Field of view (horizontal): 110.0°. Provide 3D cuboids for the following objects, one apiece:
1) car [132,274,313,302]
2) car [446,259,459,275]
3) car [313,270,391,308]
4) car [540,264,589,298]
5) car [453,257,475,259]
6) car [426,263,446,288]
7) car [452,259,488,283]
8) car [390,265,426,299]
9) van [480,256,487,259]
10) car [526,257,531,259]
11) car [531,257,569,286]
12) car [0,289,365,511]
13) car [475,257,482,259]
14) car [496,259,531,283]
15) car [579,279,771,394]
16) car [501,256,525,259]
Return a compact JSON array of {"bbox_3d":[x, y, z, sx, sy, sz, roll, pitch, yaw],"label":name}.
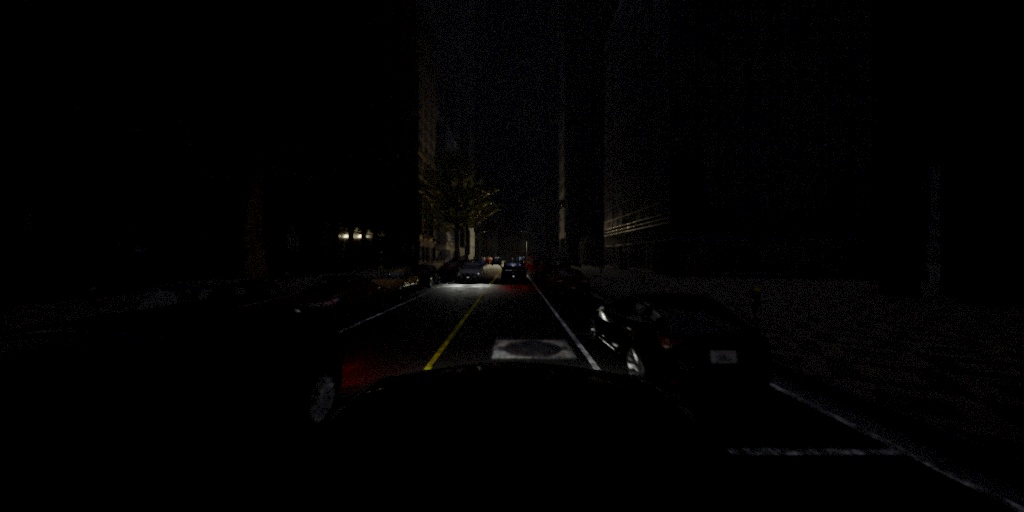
[{"bbox_3d":[-5.857,1.176,6.608,1.967,1.591,4.097,0,0,0],"label":"car"},{"bbox_3d":[-5.849,1.227,34.806,1.888,1.381,4.507,0,0,0],"label":"car"},{"bbox_3d":[-5.855,1.305,12.248,1.802,1.307,4.207,0,0,0],"label":"car"},{"bbox_3d":[2.672,1.256,17.879,1.888,1.381,4.507,0,0,0],"label":"car"},{"bbox_3d":[-5.847,0.987,40.445,2.192,1.841,5.009,0,0,0],"label":"car"},{"bbox_3d":[-5.852,1.266,23.527,1.948,1.339,4.313,0,0,0],"label":"car"},{"bbox_3d":[-3.082,1.219,27.333,1.812,1.442,4.674,0,0,0],"label":"car"},{"bbox_3d":[-5.853,1.236,17.717,1.751,1.417,4.829,0,0,0],"label":"car"},{"bbox_3d":[-5.840,0.997,63.001,1.690,1.789,3.998,0,0,0],"label":"van"},{"bbox_3d":[2.677,0.997,34.795,2.192,1.841,5.009,0,0,0],"label":"car"},{"bbox_3d":[2.674,1.015,23.518,2.192,1.841,5.009,0,0,0],"label":"car"},{"bbox_3d":[-3.095,1.254,2.778,1.837,1.490,4.892,0,0,0],"label":"car"},{"bbox_3d":[-5.844,1.239,51.723,1.802,1.307,4.207,0,0,0],"label":"car"},{"bbox_3d":[0.107,1.185,27.189,2.128,1.511,4.902,0,0,0],"label":"car"},{"bbox_3d":[2.669,1.302,6.601,1.948,1.339,4.313,0,0,0],"label":"car"},{"bbox_3d":[0.111,1.024,40.611,2.097,1.767,4.553,0,0,0],"label":"car"}]
